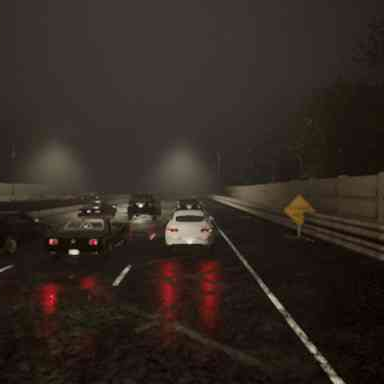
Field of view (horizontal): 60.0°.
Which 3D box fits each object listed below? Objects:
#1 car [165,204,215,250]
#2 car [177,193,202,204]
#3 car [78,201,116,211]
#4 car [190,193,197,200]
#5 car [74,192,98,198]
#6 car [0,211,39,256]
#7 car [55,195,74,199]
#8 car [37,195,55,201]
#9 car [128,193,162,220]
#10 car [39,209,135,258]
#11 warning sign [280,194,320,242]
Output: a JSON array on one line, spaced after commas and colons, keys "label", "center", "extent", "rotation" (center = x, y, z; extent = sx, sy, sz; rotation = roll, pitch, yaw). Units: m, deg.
[{"label": "car", "center": [-0.084, 1.450, 13.716], "extent": [1.812, 1.442, 4.674], "rotation": [0, 1, 0]}, {"label": "car", "center": [-0.226, 1.209, 27.905], "extent": [2.097, 1.767, 4.553], "rotation": [0, 0, 0]}, {"label": "car", "center": [-7.229, 1.416, 25.763], "extent": [2.033, 1.411, 5.357], "rotation": [0, 0, 0]}, {"label": "car", "center": [0.413, 1.105, 83.855], "extent": [1.801, 1.575, 5.366], "rotation": [0, 0, -1]}, {"label": "car", "center": [-18.097, 0.960, 58.069], "extent": [2.150, 2.045, 5.566], "rotation": [0, 0, 0]}, {"label": "car", "center": [-7.082, 1.457, 12.740], "extent": [1.812, 1.442, 4.674], "rotation": [0, 0, 0]}, {"label": "car", "center": [-21.592, 1.265, 57.928], "extent": [1.812, 1.442, 4.674], "rotation": [0, 0, 0]}, {"label": "car", "center": [-25.090, 1.244, 57.788], "extent": [1.837, 1.490, 4.892], "rotation": [0, 0, 0]}, {"label": "car", "center": [-3.729, 1.086, 26.762], "extent": [2.150, 2.045, 5.566], "rotation": [0, 1, 0]}, {"label": "car", "center": [-3.582, 1.533, 12.342], "extent": [1.895, 1.301, 4.718], "rotation": [0, 0, 0]}, {"label": "warning sign", "center": [4.415, 1.040, 13.699], "extent": [1.300, 1.860, 1.060], "rotation": [0, 0, -1]}]
